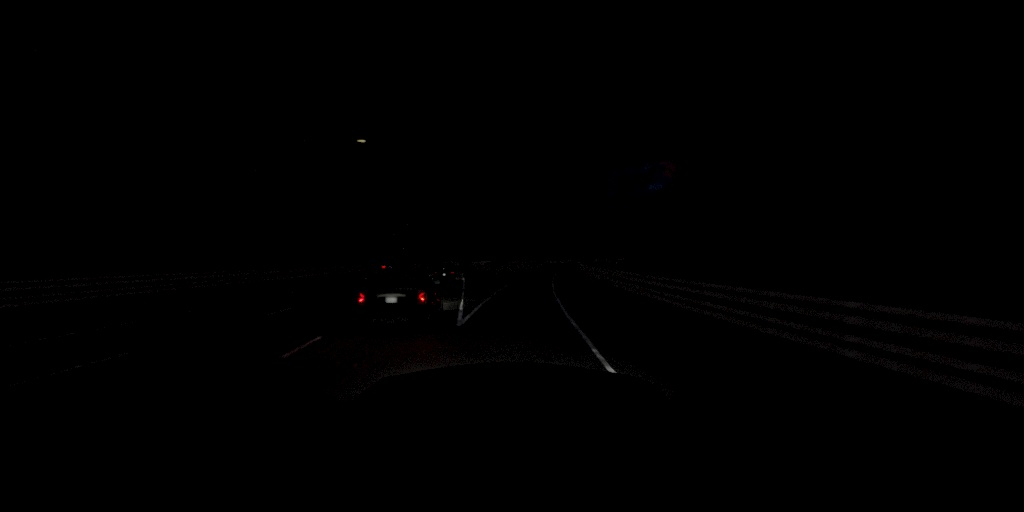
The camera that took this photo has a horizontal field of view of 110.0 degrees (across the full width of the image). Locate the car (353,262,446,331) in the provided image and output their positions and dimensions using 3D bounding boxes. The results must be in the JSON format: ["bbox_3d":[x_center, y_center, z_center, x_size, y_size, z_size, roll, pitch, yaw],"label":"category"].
[{"bbox_3d":[-3.455,1.203,11.618,2.097,1.767,4.553,0,-1,-7],"label":"car"}]

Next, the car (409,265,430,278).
[{"bbox_3d":[-11.068,1.807,43.075,1.994,1.385,4.181,0,-1,-9],"label":"car"}]

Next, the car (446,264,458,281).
[{"bbox_3d":[-6.296,1.666,33.866,1.994,1.385,4.181,0,-1,-8],"label":"car"}]

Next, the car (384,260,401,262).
[{"bbox_3d":[-14.866,1.515,45.117,2.150,2.045,5.566,0,-1,-9],"label":"car"}]
